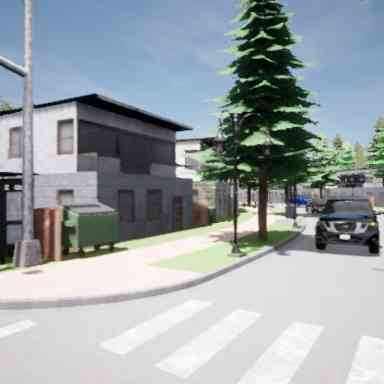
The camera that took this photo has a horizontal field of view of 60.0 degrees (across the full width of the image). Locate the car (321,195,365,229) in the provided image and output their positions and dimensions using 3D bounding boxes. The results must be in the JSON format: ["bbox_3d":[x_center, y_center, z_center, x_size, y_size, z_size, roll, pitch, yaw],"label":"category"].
[{"bbox_3d":[10.550,1.273,23.643,2.150,2.045,5.566,0,0,18],"label":"car"}]

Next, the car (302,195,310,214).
[{"bbox_3d":[12.780,1.429,33.249,2.097,1.767,4.553,0,0,9],"label":"car"}]

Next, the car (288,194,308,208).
[{"bbox_3d":[16.485,1.349,52.043,2.150,2.045,5.566,0,0,-9],"label":"car"}]

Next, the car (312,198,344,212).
[{"bbox_3d":[17.093,1.593,42.090,2.128,1.511,4.902,0,0,0],"label":"car"}]

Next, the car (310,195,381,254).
[{"bbox_3d":[6.683,1.248,14.256,2.150,2.045,5.566,0,0,27],"label":"car"}]
